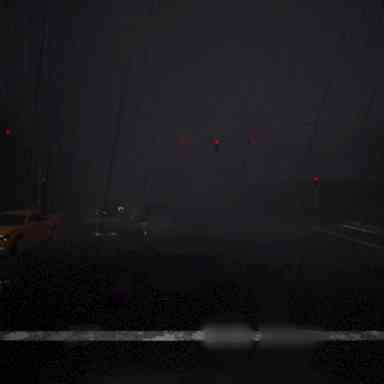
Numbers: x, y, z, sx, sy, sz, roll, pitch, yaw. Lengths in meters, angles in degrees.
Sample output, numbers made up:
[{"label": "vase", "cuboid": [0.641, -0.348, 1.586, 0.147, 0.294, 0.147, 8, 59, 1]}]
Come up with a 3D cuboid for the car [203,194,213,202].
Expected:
[{"label": "car", "cuboid": [3.508, 1.355, 74.416, 2.097, 1.767, 4.553, 0, 0, 0]}]

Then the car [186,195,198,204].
[{"label": "car", "cuboid": [0.005, 1.505, 63.727, 1.837, 1.490, 4.892, 0, 0, 0]}]

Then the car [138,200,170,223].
[{"label": "car", "cuboid": [-3.032, 1.582, 25.992, 1.994, 1.385, 4.181, 0, 0, -8]}]

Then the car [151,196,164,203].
[{"label": "car", "cuboid": [-7.005, 1.548, 67.956, 2.033, 1.411, 5.357, 0, 0, 0]}]

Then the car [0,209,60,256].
[{"label": "car", "cuboid": [-7.101, 1.507, 13.533, 1.882, 1.535, 5.008, 0, 0, 0]}]

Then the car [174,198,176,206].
[{"label": "car", "cuboid": [-3.589, 1.547, 55.056, 2.033, 1.411, 5.357, 0, 0, 0]}]

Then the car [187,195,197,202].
[{"label": "car", "cuboid": [0.005, 1.413, 73.837, 1.994, 1.385, 4.181, 0, 0, 0]}]

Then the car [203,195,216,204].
[{"label": "car", "cuboid": [3.610, 1.547, 64.194, 2.033, 1.411, 5.357, 0, 0, 0]}]

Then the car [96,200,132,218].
[{"label": "car", "cuboid": [-7.227, 1.505, 30.361, 1.837, 1.490, 4.892, 0, 0, 3]}]

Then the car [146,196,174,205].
[{"label": "car", "cuboid": [-3.596, 1.489, 38.370, 2.128, 1.511, 4.902, 0, 0, 0]}]

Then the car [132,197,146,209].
[{"label": "car", "cuboid": [-7.096, 1.490, 45.252, 2.128, 1.511, 4.902, 0, 0, 0]}]
